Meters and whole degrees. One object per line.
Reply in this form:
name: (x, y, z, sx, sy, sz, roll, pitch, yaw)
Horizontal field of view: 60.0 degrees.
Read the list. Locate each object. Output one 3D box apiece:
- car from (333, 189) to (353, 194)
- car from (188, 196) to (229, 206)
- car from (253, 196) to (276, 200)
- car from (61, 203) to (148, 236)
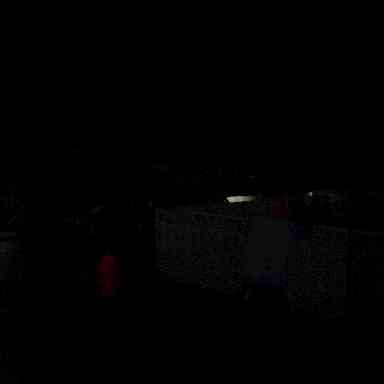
car: (22.884, 0.514, 50.360, 2.150, 2.045, 5.566, -2, -1, 37)
car: (1.368, 1.121, 25.945, 2.097, 1.767, 4.553, -2, -1, 34)
car: (7.546, 1.121, 34.356, 1.882, 1.535, 5.008, -2, -1, 36)
car: (-4.547, 1.371, 17.861, 1.882, 1.535, 5.008, -2, -1, 36)
